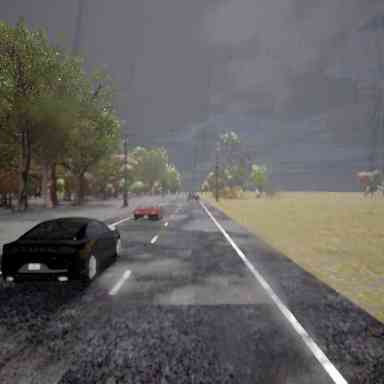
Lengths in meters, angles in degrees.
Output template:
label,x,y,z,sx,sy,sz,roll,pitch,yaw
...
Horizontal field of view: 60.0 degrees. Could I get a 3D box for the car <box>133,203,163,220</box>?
label,x,y,z,sx,sy,sz,roll,pitch,yaw
car,-3.402,1.531,26.759,1.895,1.301,4.718,0,0,0

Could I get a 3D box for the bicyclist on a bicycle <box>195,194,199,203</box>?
label,x,y,z,sx,sy,sz,roll,pitch,yaw
bicyclist on a bicycle,0.954,1.267,65.838,0.866,1.612,1.509,0,1,0

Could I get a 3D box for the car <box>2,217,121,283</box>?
label,x,y,z,sx,sy,sz,roll,pitch,yaw
car,-3.397,1.452,9.640,1.882,1.535,5.008,0,0,0

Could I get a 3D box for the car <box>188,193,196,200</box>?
label,x,y,z,sx,sy,sz,roll,pitch,yaw
car,-0.001,1.058,82.313,2.097,1.767,4.553,0,0,0

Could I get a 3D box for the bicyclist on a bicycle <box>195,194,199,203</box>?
label,x,y,z,sx,sy,sz,roll,pitch,yaw
bicyclist on a bicycle,0.961,1.227,55.906,0.659,1.776,1.843,0,0,0
